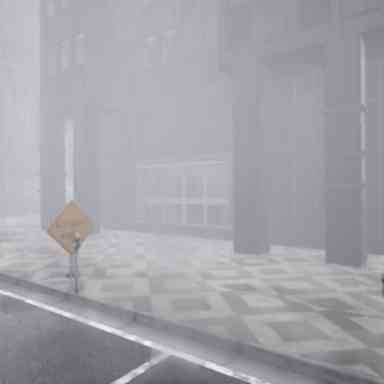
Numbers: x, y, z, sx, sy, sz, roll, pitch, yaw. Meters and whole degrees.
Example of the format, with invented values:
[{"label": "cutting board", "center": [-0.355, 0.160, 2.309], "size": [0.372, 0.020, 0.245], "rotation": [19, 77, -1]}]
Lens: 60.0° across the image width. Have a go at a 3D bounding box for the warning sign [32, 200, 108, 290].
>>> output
[{"label": "warning sign", "center": [-2.844, 1.127, 7.819], "size": [1.060, 1.860, 1.300], "rotation": [0, 0, 35]}]
